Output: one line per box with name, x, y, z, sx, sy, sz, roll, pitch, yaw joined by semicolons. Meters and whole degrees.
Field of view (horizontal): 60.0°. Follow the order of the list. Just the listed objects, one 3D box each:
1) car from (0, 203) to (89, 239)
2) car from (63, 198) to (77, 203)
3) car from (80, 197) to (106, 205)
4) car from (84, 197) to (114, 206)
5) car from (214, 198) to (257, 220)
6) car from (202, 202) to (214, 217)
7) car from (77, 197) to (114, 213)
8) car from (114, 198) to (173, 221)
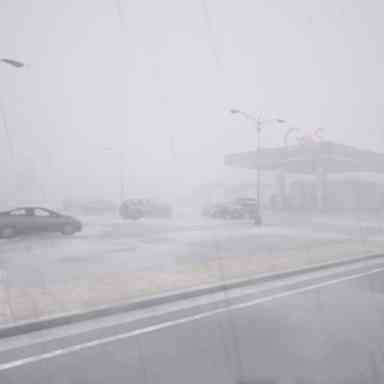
car;-8.021;1.525;17.096;4.514;1.523;2.007;1;0;-36
car;-16.432;1.662;47.244;3.633;1.501;1.845;1;0;-36
car;-18.987;1.763;63.859;4.514;1.523;2.007;1;0;-36
car;-17.114;1.755;61.342;5.027;1.636;2.152;1;0;-36
car;4.366;1.497;30.499;3.866;1.878;1.905;1;0;-36
car;2.920;1.788;33.553;3.806;1.475;1.970;1;0;-36
car;-10.635;1.640;39.105;4.514;1.523;2.007;1;0;-36
car;-3.941;1.432;28.576;4.605;1.855;1.932;1;0;-36
